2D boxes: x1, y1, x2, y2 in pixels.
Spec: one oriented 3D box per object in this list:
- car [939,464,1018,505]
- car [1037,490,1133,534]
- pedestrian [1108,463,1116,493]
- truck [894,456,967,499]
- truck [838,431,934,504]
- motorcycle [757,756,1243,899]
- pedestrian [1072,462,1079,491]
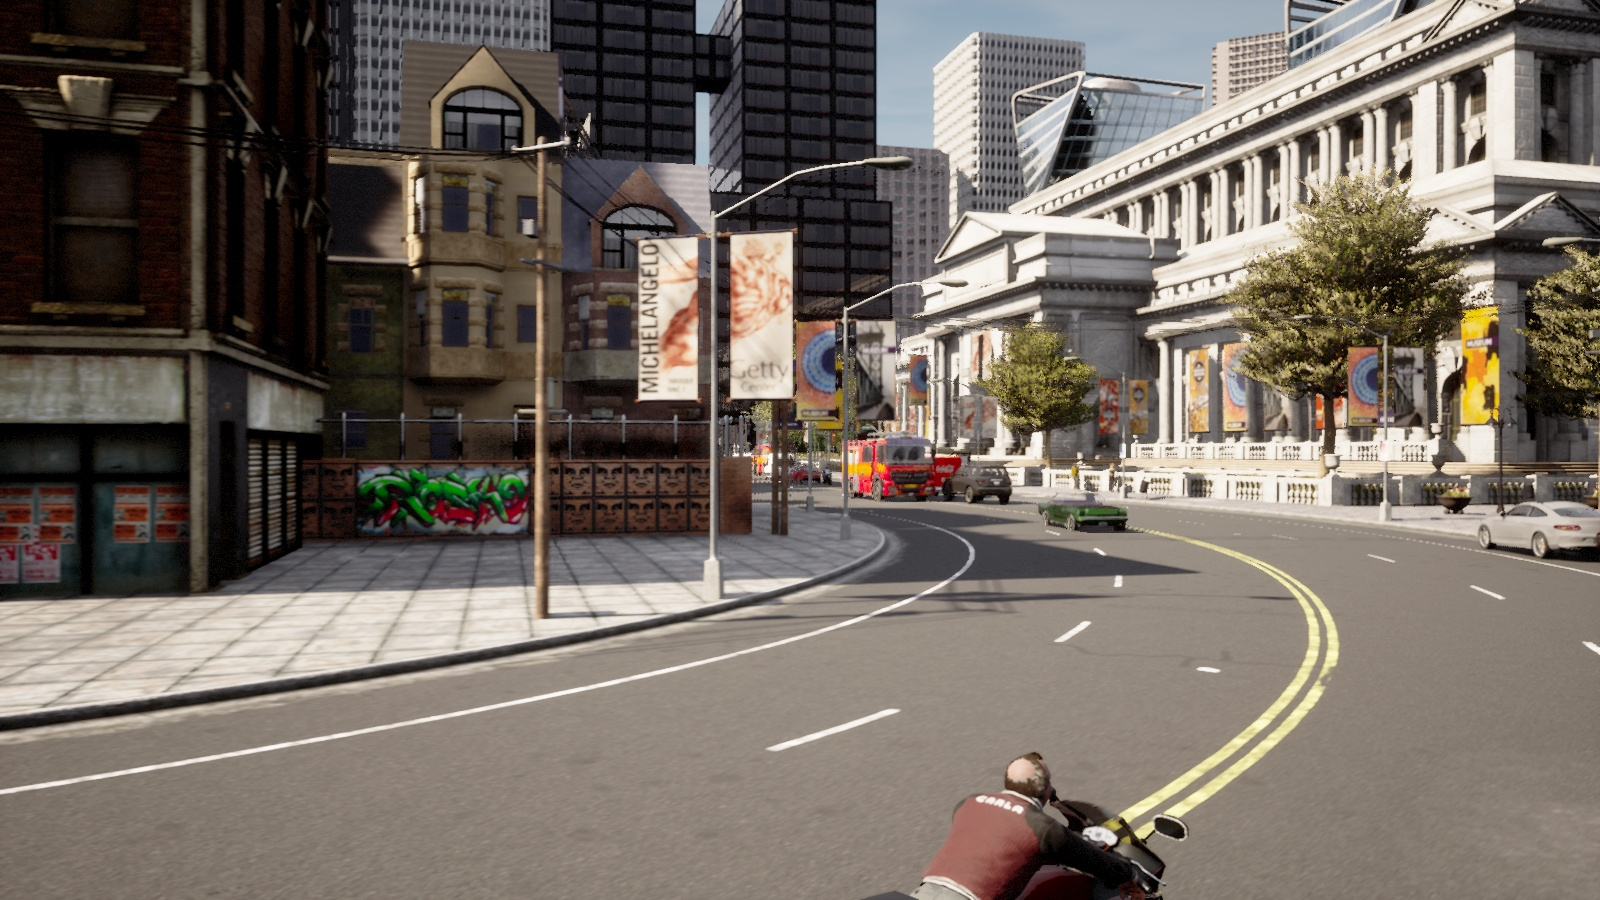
[{"bbox_3d":[9.458,1.792,61.010,2.150,2.045,5.566,0,0,-14],"label":"car"},{"bbox_3d":[10.044,2.162,40.606,1.895,1.301,4.718,0,0,-5],"label":"car"},{"bbox_3d":[19.210,1.710,70.416,0.375,1.860,0.375,0,0,-8],"label":"pedestrian"},{"bbox_3d":[7.692,1.582,67.965,2.627,2.467,5.204,0,0,-14],"label":"truck"},{"bbox_3d":[4.697,0.904,64.534,2.891,3.827,8.468,0,0,-14],"label":"truck"},{"bbox_3d":[0.942,2.206,4.843,2.209,1.251,0.867,0,0,-43],"label":"motorcycle"},{"bbox_3d":[17.868,1.709,74.091,0.375,1.860,0.375,0,0,-2],"label":"pedestrian"}]
